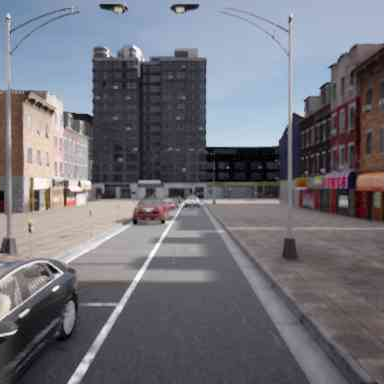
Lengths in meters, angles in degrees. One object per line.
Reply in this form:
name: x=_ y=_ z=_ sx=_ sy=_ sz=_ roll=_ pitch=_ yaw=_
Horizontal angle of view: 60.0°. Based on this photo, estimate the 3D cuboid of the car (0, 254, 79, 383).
car: x=-2.640 y=1.522 z=3.734 sx=2.008 sy=1.369 sz=4.403 roll=0 pitch=0 yaw=0

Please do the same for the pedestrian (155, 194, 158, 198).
pedestrian: x=-2.750 y=1.098 z=25.857 sx=0.375 sy=1.860 sz=0.375 roll=0 pitch=1 yaw=0

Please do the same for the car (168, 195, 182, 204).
car: x=-2.639 y=1.165 z=52.802 sx=1.947 sy=1.339 sz=4.313 roll=0 pitch=0 yaw=0

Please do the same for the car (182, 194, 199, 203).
car: x=-0.312 y=1.096 z=59.658 sx=2.033 sy=1.411 sz=5.357 roll=0 pitch=0 yaw=-10

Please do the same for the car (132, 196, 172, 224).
car: x=-2.750 y=1.176 z=23.053 sx=2.097 sy=1.767 sz=4.553 roll=0 pitch=0 yaw=0

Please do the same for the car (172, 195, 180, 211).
car: x=-2.639 y=1.306 z=36.446 sx=1.802 sy=1.307 sz=4.206 roll=0 pitch=0 yaw=0

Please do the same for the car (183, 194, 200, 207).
car: x=0.052 y=1.276 z=42.912 sx=1.895 sy=1.301 sz=4.718 roll=0 pitch=0 yaw=0
